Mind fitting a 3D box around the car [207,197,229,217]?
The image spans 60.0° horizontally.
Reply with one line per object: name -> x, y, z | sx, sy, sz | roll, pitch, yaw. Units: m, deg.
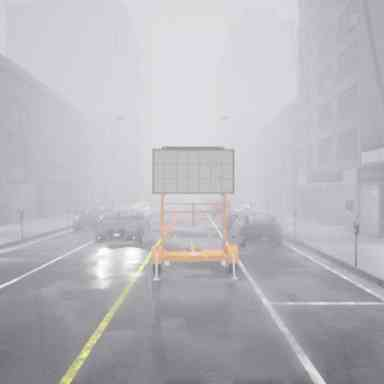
car -> 2.787, 1.434, 31.306 | 1.967, 1.590, 4.097 | -1, 0, 0

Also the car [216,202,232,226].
car -> 2.775, 1.539, 20.296 | 1.887, 1.381, 4.507 | -1, 0, 0

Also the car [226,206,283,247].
car -> 2.769, 1.545, 14.790 | 2.008, 1.369, 4.403 | -1, 0, 0

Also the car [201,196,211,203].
car -> 2.834, 1.555, 69.842 | 1.887, 1.381, 4.507 | -1, 0, 0

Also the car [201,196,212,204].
car -> 2.828, 1.551, 64.337 | 1.887, 1.381, 4.507 | -1, 0, 0

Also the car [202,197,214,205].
car -> 2.821, 1.548, 58.831 | 1.887, 1.381, 4.507 | -1, 0, 0

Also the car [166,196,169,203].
car -> -5.704, 1.569, 58.842 | 1.947, 1.339, 4.313 | -1, 0, 0

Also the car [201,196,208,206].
car -> 2.815, 1.567, 53.327 | 1.947, 1.339, 4.313 | -1, 0, 0

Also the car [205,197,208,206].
car -> 2.795, 1.540, 36.811 | 1.887, 1.381, 4.507 | -1, 0, 0

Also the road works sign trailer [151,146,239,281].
road works sign trailer -> 0.035, 0.460, 9.896 | 2.380, 3.560, 2.880 | 0, 0, -2

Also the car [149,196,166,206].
car -> -5.712, 1.441, 53.336 | 1.967, 1.590, 4.097 | -1, 0, 0

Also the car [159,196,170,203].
car -> -5.691, 1.554, 69.852 | 1.887, 1.381, 4.507 | -1, 0, 0

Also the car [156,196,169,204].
car -> -5.697, 1.557, 64.347 | 2.008, 1.369, 4.403 | -1, 0, 0

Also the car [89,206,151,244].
car -> -3.083, 1.558, 15.542 | 1.994, 1.385, 4.181 | 0, 0, 0

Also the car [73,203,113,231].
car -> -5.751, 1.434, 20.306 | 1.967, 1.590, 4.097 | -1, 0, 0

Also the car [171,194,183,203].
car -> -2.929, 1.234, 66.619 | 2.150, 2.045, 5.566 | 0, 0, 0
